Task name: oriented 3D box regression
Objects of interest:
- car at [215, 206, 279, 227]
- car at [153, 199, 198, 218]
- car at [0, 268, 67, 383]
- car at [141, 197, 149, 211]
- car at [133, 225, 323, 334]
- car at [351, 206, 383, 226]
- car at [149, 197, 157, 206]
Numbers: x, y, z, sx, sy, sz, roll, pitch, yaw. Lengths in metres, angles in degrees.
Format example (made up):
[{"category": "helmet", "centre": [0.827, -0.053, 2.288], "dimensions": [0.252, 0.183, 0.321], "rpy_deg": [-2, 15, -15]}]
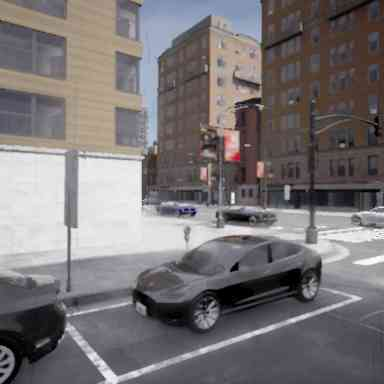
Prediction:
[{"category": "car", "centre": [3.854, 1.663, 23.828], "dimensions": [1.895, 1.301, 4.718], "rpy_deg": [1, 0, -35]}, {"category": "car", "centre": [-1.476, 1.619, 31.240], "dimensions": [1.895, 1.301, 4.718], "rpy_deg": [1, 0, -36]}, {"category": "car", "centre": [-3.682, 1.542, 3.562], "dimensions": [4.403, 1.369, 2.008], "rpy_deg": [1, 0, -35]}, {"category": "car", "centre": [-7.372, 1.477, 39.446], "dimensions": [1.837, 1.490, 4.892], "rpy_deg": [1, 0, -36]}, {"category": "car", "centre": [0.928, 1.604, 6.849], "dimensions": [4.313, 1.339, 1.947], "rpy_deg": [1, 0, -35]}, {"category": "car", "centre": [13.065, 1.673, 22.364], "dimensions": [1.812, 1.442, 4.674], "rpy_deg": [1, 0, -27]}, {"category": "car", "centre": [-6.813, 1.561, 55.693], "dimensions": [1.994, 1.385, 4.181], "rpy_deg": [1, 0, -36]}]
